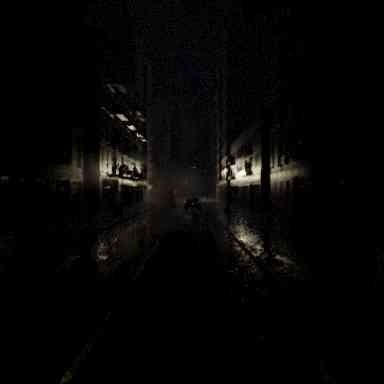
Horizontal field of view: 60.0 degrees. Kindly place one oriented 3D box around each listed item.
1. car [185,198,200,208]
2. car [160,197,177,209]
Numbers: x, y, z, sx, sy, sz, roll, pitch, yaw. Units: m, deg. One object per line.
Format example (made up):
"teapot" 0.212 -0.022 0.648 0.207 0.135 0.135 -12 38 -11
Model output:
"car" 0.090 1.422 44.018 1.994 1.385 4.181 0 0 0
"car" -3.010 1.339 43.265 1.882 1.535 5.008 0 0 0
